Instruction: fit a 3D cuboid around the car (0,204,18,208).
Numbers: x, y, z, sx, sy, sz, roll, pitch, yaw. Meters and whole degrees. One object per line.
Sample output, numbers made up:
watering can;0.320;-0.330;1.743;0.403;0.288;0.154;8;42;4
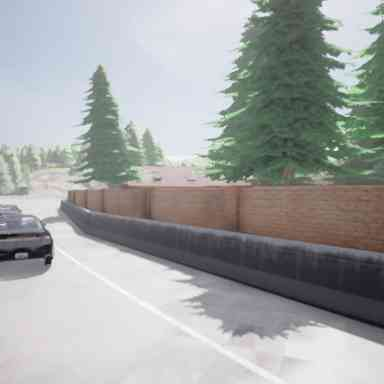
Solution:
car;-12.601;1.543;22.542;2.033;1.411;5.357;0;0;-27

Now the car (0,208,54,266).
car;-5.846;1.489;10.946;2.128;1.511;4.902;0;0;-32
